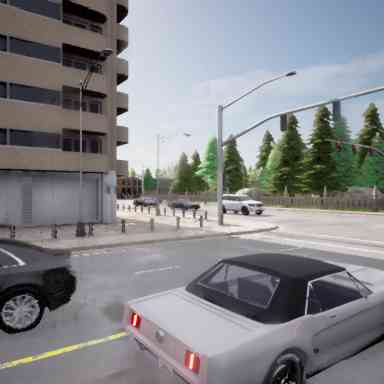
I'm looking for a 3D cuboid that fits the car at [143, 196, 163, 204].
[{"bbox_3d":[-7.550,1.581,63.955,1.812,1.442,4.674,0,0,-36],"label":"car"}]

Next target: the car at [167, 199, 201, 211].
[{"bbox_3d":[-1.136,1.603,42.699,2.033,1.411,5.357,0,0,-36],"label":"car"}]

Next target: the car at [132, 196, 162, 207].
[{"bbox_3d":[-7.268,1.603,51.256,2.033,1.411,5.357,0,0,-36],"label":"car"}]

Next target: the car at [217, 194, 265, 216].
[{"bbox_3d":[4.931,1.278,34.273,2.150,2.045,5.566,0,0,-36],"label":"car"}]

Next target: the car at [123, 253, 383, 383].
[{"bbox_3d":[1.537,1.601,4.875,4.718,1.301,1.895,0,0,-35],"label":"car"}]

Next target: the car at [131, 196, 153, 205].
[{"bbox_3d":[-9.011,1.533,59.969,1.882,1.535,5.008,0,0,-36],"label":"car"}]

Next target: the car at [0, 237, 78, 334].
[{"bbox_3d":[-4.357,1.505,5.192,4.892,1.490,1.837,0,0,-35],"label":"car"}]
